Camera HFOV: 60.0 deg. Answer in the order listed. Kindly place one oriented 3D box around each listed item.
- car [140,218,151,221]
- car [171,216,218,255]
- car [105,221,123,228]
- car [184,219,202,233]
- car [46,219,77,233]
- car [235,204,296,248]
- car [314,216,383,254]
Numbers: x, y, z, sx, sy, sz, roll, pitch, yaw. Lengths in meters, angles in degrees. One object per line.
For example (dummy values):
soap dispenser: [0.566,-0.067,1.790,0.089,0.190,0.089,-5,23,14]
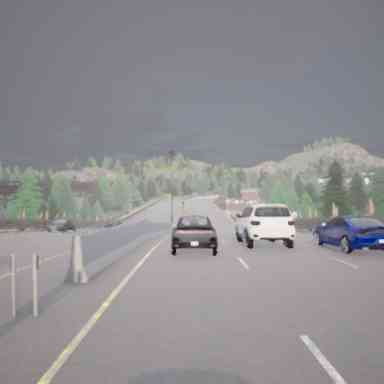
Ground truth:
car: [-7.061,4.808,49.992,2.097,1.767,4.553,0,-5,0]
car: [0.099,1.813,14.659,2.128,1.511,4.902,0,-3,0]
car: [-10.573,4.627,45.845,1.994,1.385,4.181,0,-5,0]
car: [0.096,3.770,37.443,1.837,1.490,4.892,0,-5,0]
car: [-14.089,3.666,36.143,1.812,1.442,4.674,0,-6,0]
car: [3.598,1.684,17.150,2.150,2.045,5.566,0,-3,0]
car: [7.098,1.811,14.878,1.882,1.535,5.008,0,-3,0]
